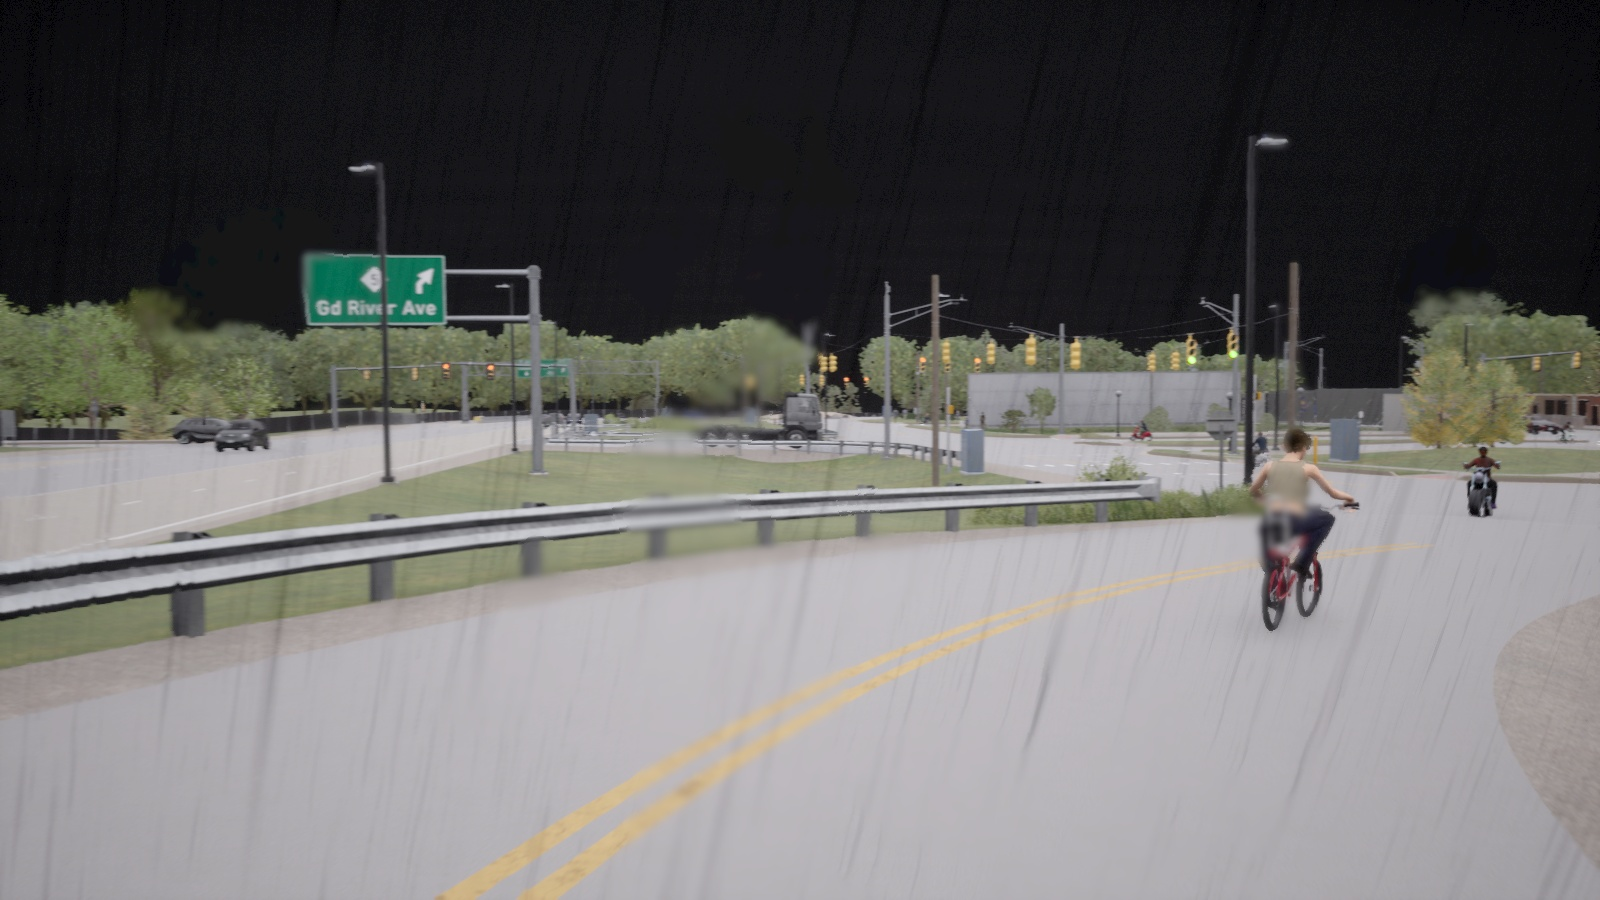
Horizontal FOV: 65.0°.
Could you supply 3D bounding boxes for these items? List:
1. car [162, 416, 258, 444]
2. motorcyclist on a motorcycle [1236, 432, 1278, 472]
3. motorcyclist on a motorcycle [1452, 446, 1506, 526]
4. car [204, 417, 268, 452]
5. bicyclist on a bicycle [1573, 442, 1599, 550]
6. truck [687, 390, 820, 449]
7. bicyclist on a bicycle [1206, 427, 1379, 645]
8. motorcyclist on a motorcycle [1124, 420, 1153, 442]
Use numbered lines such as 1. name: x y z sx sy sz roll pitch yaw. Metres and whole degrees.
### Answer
1. car: -35.552 -1.202 75.730 4.856 1.649 2.033 0 2 7
2. motorcyclist on a motorcycle: 18.587 0.073 51.122 0.866 1.590 1.817 -1 1 -7
3. motorcyclist on a motorcycle: 14.864 0.750 27.468 0.766 1.649 2.350 0 1 35
4. car: -28.492 -0.814 63.560 1.851 1.617 3.988 -1 2 -8
5. bicyclist on a bicycle: 12.719 0.711 19.379 1.509 1.612 0.866 0 2 -41
6. truck: -2.879 -1.857 76.699 7.936 3.462 2.891 0 2 -5
7. bicyclist on a bicycle: 4.051 0.645 10.270 0.866 1.612 1.509 3 2 37
8. motorcyclist on a motorcycle: 24.779 -1.369 91.954 1.817 1.590 0.866 0 2 -12
